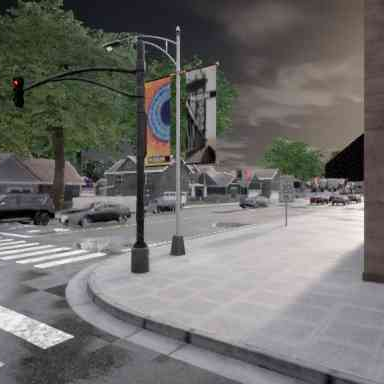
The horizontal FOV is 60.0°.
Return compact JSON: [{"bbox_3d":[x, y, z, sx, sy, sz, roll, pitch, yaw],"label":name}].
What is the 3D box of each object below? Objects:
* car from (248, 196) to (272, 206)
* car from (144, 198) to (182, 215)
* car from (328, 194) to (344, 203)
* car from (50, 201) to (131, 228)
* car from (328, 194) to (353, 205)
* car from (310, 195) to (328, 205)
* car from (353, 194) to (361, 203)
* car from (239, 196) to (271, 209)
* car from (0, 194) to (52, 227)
[{"bbox_3d":[10.248,1.293,49.905,1.994,1.385,4.181,0,0,36],"label":"car"},{"bbox_3d":[-2.966,1.341,31.550,2.128,1.511,4.902,0,0,36],"label":"car"},{"bbox_3d":[26.664,1.146,61.473,1.837,1.490,4.892,0,0,36],"label":"car"},{"bbox_3d":[-6.151,1.397,21.505,2.128,1.511,4.902,0,0,35],"label":"car"},{"bbox_3d":[22.282,1.203,49.756,1.837,1.490,4.892,0,0,35],"label":"car"},{"bbox_3d":[20.029,1.171,52.192,1.882,1.535,5.008,0,0,36],"label":"car"},{"bbox_3d":[28.276,1.155,58.143,1.837,1.490,4.892,0,0,36],"label":"car"},{"bbox_3d":[7.712,1.323,40.875,2.033,1.411,5.357,0,0,36],"label":"car"},{"bbox_3d":[-11.116,1.149,20.170,2.150,2.045,5.566,0,0,36],"label":"car"}]
